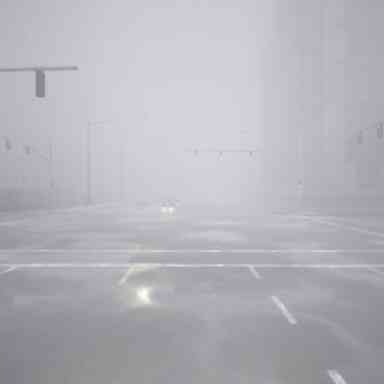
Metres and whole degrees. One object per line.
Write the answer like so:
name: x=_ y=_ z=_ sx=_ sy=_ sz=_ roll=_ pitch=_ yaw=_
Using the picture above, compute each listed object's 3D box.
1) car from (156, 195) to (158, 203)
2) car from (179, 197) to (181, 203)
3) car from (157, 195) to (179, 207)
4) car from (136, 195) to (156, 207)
car: x=-6.826 y=1.337 z=66.381 sx=2.097 sy=1.767 sz=4.553 roll=0 pitch=0 yaw=1
car: x=-3.314 y=1.486 z=66.805 sx=1.837 sy=1.490 sz=4.892 roll=0 pitch=0 yaw=1
car: x=-3.621 y=1.480 z=51.082 sx=2.128 sy=1.511 sz=4.902 roll=0 pitch=0 yaw=1
car: x=-7.123 y=1.513 z=50.886 sx=1.812 sy=1.442 sz=4.674 roll=0 pitch=0 yaw=1
